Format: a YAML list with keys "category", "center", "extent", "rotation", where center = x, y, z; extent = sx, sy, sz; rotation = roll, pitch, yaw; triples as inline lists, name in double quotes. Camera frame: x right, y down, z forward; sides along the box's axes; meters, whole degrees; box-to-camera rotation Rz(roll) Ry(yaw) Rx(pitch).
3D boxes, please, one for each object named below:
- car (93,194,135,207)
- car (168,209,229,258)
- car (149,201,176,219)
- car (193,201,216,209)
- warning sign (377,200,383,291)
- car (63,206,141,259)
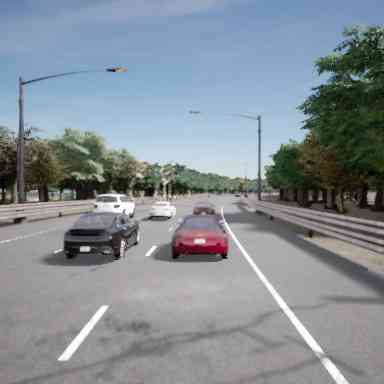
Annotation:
- category: "car"
  center: [-6.089, 1.212, 26.610]
  extent: [2.150, 2.045, 5.566]
  rotation: [0, 0, 3]
- category: "car"
  center: [0.319, 1.558, 12.784]
  extent: [1.994, 1.385, 4.181]
  rotation: [0, 0, 2]
- category: "car"
  center: [-2.460, 1.521, 28.438]
  extent: [1.812, 1.442, 4.674]
  rotation: [0, 0, 4]
- category: "car"
  center: [1.044, 1.525, 28.423]
  extent: [1.812, 1.442, 4.674]
  rotation: [0, 0, 4]
- category: "warning sign"
  center: [4.609, 1.113, 6.601]
  extent: [1.300, 1.860, 1.060]
  rotation: [0, 0, 1]
- category: "car"
  center: [-3.191, 1.496, 12.580]
  extent: [1.837, 1.490, 4.892]
  rotation: [0, 0, 2]
